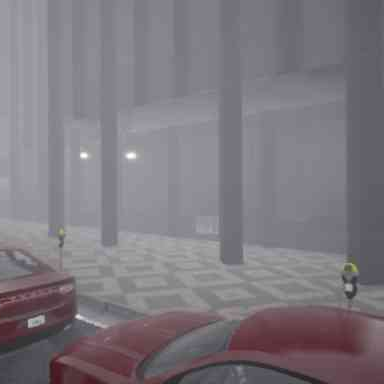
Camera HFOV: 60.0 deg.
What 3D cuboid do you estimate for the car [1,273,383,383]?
[{"bbox_3d":[0.766,1.542,2.311,4.507,1.381,1.887,0,0,36],"label":"car"}]

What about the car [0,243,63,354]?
[{"bbox_3d":[-3.811,1.519,5.580,4.507,1.381,1.887,0,0,36],"label":"car"}]
